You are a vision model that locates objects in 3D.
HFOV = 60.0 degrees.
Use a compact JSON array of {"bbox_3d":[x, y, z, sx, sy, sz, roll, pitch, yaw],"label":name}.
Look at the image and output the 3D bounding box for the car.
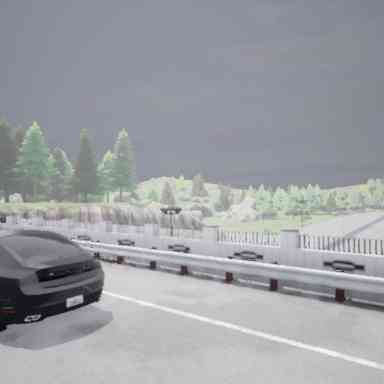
[{"bbox_3d":[-3.852,1.532,6.834,4.892,1.490,1.837,0,0,36],"label":"car"}]
